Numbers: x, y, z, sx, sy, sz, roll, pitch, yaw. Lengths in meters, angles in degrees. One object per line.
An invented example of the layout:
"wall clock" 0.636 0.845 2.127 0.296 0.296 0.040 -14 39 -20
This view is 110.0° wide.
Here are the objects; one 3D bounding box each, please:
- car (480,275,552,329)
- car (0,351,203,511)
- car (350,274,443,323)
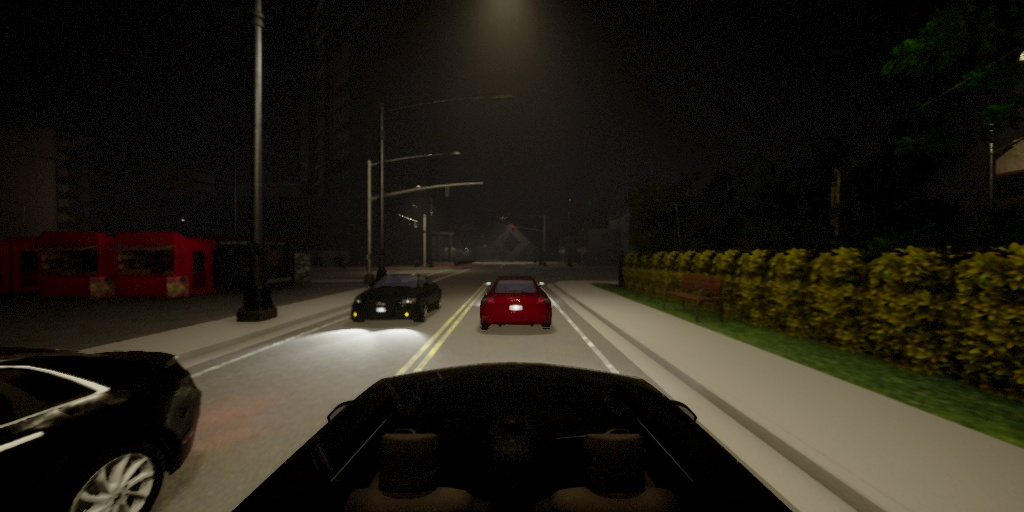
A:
"car" 0.101 1.283 11.153 1.994 1.385 4.181 0 0 0
"car" -3.597 1.259 1.053 1.837 1.490 4.892 0 0 0
"car" -3.576 1.281 11.787 1.994 1.385 4.181 0 0 0
